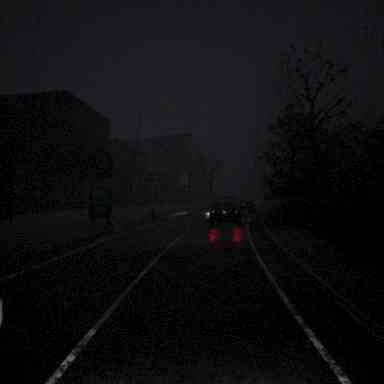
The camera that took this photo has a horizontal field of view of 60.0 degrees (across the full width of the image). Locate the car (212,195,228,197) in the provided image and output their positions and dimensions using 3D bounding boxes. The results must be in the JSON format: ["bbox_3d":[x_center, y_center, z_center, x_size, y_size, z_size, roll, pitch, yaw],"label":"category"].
[{"bbox_3d":[3.647,1.407,44.079,2.150,2.045,5.566,-2,-1,18],"label":"car"}]

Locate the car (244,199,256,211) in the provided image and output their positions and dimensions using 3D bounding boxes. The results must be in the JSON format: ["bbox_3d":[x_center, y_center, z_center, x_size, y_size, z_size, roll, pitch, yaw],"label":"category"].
[{"bbox_3d":[6.876,1.624,42.020,2.033,1.411,5.357,-2,0,17],"label":"car"}]

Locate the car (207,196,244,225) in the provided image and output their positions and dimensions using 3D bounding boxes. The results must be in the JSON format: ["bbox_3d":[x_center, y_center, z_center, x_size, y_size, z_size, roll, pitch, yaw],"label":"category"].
[{"bbox_3d":[2.553,1.418,24.558,2.097,1.767,4.553,-1,0,10],"label":"car"}]

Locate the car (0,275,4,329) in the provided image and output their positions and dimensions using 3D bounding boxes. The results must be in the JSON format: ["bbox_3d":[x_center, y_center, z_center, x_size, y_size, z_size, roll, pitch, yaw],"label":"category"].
[{"bbox_3d":[-3.497,1.225,1.924,2.150,2.045,5.566,0,0,2],"label":"car"}]
